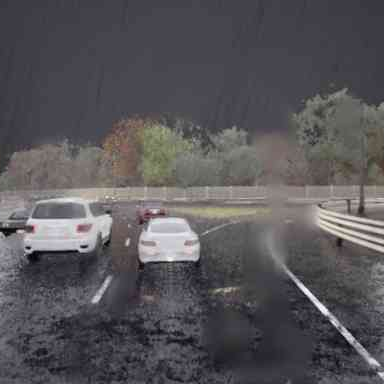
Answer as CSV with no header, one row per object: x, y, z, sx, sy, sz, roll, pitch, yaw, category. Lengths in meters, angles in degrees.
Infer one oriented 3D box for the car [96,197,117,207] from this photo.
-13.647,1.572,52.725,2.128,1.511,4.902,0,0,-28,car

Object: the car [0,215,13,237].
-8.817,1.643,18.473,1.895,1.301,4.718,0,0,-11,car

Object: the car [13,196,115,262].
-4.333,1.245,12.457,2.150,2.045,5.566,0,0,-7,car

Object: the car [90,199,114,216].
-9.303,1.545,33.955,2.128,1.511,4.902,0,0,-18,car

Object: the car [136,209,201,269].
-0.798,1.536,11.149,1.812,1.442,4.674,0,0,-5,car

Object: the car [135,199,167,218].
-2.977,1.378,24.353,2.097,1.767,4.553,0,0,-13,car
